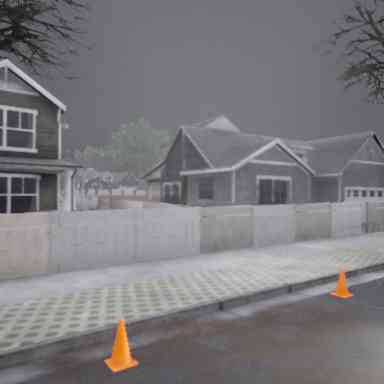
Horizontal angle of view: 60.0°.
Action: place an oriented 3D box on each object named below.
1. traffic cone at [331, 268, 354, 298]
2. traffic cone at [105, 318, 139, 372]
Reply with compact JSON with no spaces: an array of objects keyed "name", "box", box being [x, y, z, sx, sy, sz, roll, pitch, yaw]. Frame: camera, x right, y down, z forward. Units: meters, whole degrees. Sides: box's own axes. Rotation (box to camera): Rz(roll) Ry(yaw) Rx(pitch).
[{"name":"traffic cone","box":[3.253,1.934,7.200,0.340,0.580,0.340,0,0,-34]},{"name":"traffic cone","box":[-0.920,1.944,4.352,0.340,0.580,0.340,0,0,-35]}]
